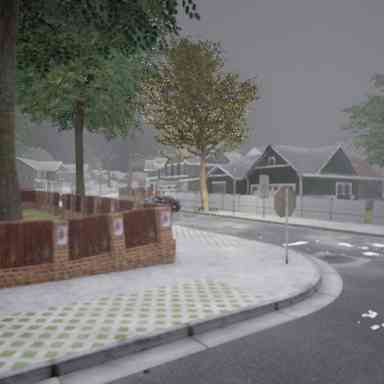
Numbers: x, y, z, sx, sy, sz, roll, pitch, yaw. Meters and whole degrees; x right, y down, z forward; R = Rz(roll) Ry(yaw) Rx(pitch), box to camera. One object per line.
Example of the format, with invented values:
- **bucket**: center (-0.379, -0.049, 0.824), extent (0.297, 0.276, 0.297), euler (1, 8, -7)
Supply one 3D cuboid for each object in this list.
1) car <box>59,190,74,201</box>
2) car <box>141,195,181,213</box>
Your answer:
- **car**: center (-17.834, 0.499, 47.143), extent (1.812, 1.442, 4.674), euler (0, 1, -31)
- **car**: center (-2.874, 1.023, 29.438), extent (1.882, 1.535, 5.008), euler (1, 1, -33)
